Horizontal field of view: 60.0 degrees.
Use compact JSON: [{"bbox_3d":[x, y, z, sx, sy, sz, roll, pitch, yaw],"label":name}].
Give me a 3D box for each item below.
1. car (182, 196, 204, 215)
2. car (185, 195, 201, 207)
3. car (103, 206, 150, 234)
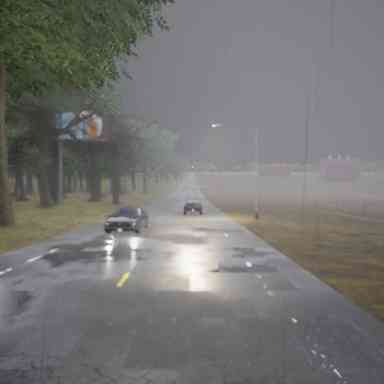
[{"bbox_3d":[0.099,1.401,32.701,1.837,1.490,4.892,0,1,0],"label":"car"},{"bbox_3d":[0.100,1.290,47.375,2.128,1.511,4.902,0,0,0],"label":"car"},{"bbox_3d":[-3.572,1.508,19.155,2.033,1.411,5.357,0,0,0],"label":"car"}]
